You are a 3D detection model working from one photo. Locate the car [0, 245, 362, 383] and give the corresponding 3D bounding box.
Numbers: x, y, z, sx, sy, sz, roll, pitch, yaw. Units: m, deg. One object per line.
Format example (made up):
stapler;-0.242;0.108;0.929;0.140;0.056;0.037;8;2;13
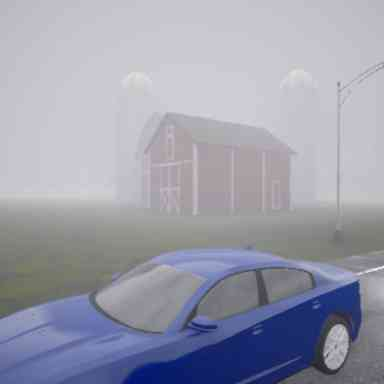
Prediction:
car;0.100;1.492;4.066;5.008;1.535;1.882;0;0;-36
